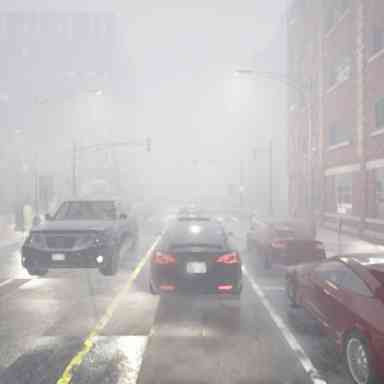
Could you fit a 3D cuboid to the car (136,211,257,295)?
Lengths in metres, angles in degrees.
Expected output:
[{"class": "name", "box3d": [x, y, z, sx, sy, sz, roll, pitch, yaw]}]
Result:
[{"class": "car", "box3d": [0.080, 1.452, 8.579, 2.163, 1.488, 4.792, 0, 0, 0]}]

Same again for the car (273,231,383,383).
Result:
[{"class": "car", "box3d": [2.656, 1.553, 4.882, 1.802, 1.307, 4.206, 1, 0, 0]}]

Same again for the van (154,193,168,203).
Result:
[{"class": "van", "box3d": [-5.817, 0.990, 59.808, 1.690, 1.788, 3.998, 1, 0, 0]}]

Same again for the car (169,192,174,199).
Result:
[{"class": "car", "box3d": [-5.860, 1.134, 76.766, 1.802, 1.307, 4.206, 1, 0, 0]}]

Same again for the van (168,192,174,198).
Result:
[{"class": "van", "box3d": [-5.897, 0.798, 93.721, 1.690, 1.788, 3.998, 1, 0, 0]}]

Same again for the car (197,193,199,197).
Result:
[{"class": "car", "box3d": [2.507, 1.065, 82.400, 1.887, 1.381, 4.507, 1, 0, 0]}]

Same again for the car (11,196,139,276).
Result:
[{"class": "car", "box3d": [-3.085, 1.161, 10.488, 2.150, 2.045, 5.566, 0, 0, 0]}]

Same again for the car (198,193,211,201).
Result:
[{"class": "car", "box3d": [2.560, 1.174, 59.960, 1.752, 1.417, 4.829, 1, 0, 0]}]

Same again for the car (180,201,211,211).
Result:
[{"class": "car", "box3d": [0.059, 1.441, 17.851, 2.033, 1.411, 5.357, 0, 0, -1]}]

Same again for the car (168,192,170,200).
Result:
[{"class": "car", "box3d": [-5.834, 1.199, 65.462, 1.802, 1.307, 4.206, 1, 0, 0]}]

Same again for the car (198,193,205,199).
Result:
[{"class": "car", "box3d": [2.493, 1.055, 88.051, 1.947, 1.339, 4.313, 1, 0, 0]}]

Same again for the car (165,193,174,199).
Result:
[{"class": "car", "box3d": [-5.886, 1.039, 88.070, 2.008, 1.369, 4.403, 1, 0, 0]}]

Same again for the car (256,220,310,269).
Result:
[{"class": "car", "box3d": [2.813, 1.519, 10.538, 1.802, 1.307, 4.206, 1, 0, 0]}]
